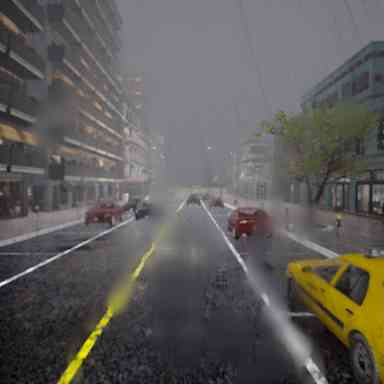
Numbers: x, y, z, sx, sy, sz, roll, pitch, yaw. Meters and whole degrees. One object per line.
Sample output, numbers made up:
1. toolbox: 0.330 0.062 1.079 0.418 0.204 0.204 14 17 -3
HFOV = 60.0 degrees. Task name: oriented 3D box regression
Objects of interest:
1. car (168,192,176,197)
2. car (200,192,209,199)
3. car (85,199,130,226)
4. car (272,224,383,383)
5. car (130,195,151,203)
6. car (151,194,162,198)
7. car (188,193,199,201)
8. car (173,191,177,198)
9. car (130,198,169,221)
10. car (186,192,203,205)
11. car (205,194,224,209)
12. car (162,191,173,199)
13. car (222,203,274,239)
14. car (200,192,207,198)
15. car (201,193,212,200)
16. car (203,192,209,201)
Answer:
1. car: -5.479 0.734 89.970 1.947 1.339 4.313 -1 1 0
2. car: 2.874 0.817 78.566 1.887 1.381 4.507 -1 1 0
3. car: -5.646 1.339 21.844 1.887 1.381 4.507 -1 1 0
4. car: 2.693 1.477 4.933 1.752 1.417 4.829 -1 1 0
5. car: -5.618 1.255 33.198 1.947 1.339 4.313 -1 1 0
6. car: -5.590 1.135 44.552 2.008 1.369 4.403 -1 1 0
7. car: 0.263 0.936 65.840 2.033 1.411 5.357 0 1 0
8. car: -5.493 0.802 84.293 1.802 1.307 4.206 -1 1 0
9. car: -2.992 1.369 24.650 1.895 1.301 4.718 0 1 1
10. car: 0.216 1.067 47.066 1.837 1.490 4.892 0 1 0
11. car: 2.776 1.219 38.826 1.802 1.307 4.206 -1 1 0
12. car: -5.535 0.942 67.261 1.947 1.339 4.313 -1 1 0
13. car: 2.720 1.392 16.117 1.887 1.381 4.507 -1 1 0
14. car: 2.888 0.744 84.413 1.752 1.417 4.829 -1 1 0
15. car: 2.846 0.927 67.212 2.008 1.369 4.403 -1 1 0
16. car: 2.832 0.994 61.535 1.947 1.339 4.313 -1 1 0
